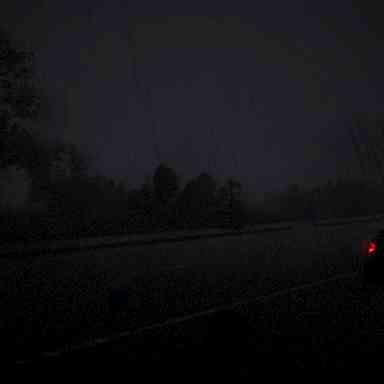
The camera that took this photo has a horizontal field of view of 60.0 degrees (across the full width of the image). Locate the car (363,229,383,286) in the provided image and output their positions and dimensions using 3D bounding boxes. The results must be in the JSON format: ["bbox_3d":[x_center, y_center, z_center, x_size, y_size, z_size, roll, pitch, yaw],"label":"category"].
[{"bbox_3d":[6.263,1.359,8.210,4.553,1.767,2.097,0,0,-35],"label":"car"}]
